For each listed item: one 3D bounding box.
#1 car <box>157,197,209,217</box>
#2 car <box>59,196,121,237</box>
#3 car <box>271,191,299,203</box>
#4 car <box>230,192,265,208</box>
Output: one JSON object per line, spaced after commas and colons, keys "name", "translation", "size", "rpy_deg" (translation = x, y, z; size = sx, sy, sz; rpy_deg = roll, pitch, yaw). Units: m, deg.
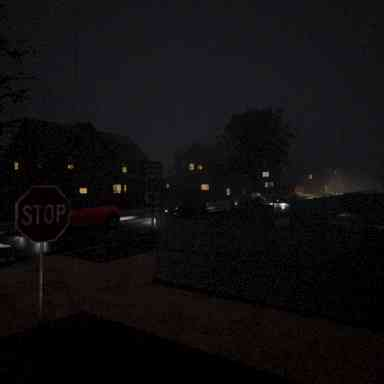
{"name": "car", "translation": [-0.558, 1.035, 23.702], "size": [1.994, 1.385, 4.181], "rpy_deg": [1, 2, 35]}
{"name": "car", "translation": [-5.767, 1.035, 16.362], "size": [2.097, 1.767, 4.553], "rpy_deg": [1, 2, 35]}
{"name": "car", "translation": [11.438, 0.535, 40.513], "size": [2.033, 1.411, 5.357], "rpy_deg": [1, 2, 36]}
{"name": "car", "translation": [5.406, 0.721, 32.083], "size": [2.128, 1.511, 4.902], "rpy_deg": [1, 2, 36]}
